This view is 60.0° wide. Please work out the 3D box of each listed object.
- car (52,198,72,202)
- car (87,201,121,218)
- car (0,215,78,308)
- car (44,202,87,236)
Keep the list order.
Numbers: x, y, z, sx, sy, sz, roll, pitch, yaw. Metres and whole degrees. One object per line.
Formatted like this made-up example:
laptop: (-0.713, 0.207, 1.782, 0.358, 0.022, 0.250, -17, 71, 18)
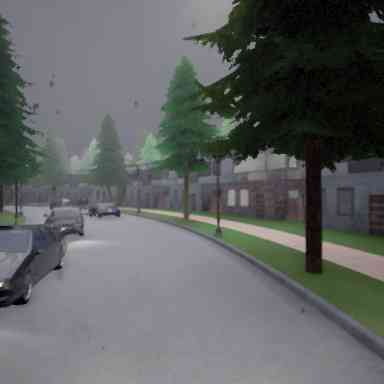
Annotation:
car: (-16.361, 1.507, 41.870, 1.812, 1.442, 4.674, 0, 0, -42)
car: (-7.908, 1.531, 29.933, 1.994, 1.385, 4.181, 0, 0, -30)
car: (-4.442, 1.550, 8.206, 2.033, 1.411, 5.357, 0, 0, -9)
car: (-6.753, 1.496, 17.921, 1.837, 1.490, 4.892, 0, 0, -18)
